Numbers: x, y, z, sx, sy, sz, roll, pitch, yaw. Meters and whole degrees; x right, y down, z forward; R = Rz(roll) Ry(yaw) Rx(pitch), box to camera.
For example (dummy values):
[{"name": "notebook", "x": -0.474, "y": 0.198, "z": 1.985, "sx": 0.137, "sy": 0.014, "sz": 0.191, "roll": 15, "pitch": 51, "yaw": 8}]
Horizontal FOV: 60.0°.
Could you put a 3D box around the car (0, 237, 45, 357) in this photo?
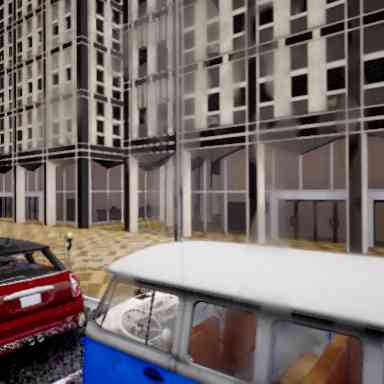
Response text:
[{"name": "car", "x": -3.706, "y": 1.467, "z": 5.531, "sx": 4.097, "sy": 1.590, "sz": 1.967, "roll": 0, "pitch": 0, "yaw": 36}]

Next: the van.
[{"name": "van", "x": 0.923, "y": 1.343, "z": 2.220, "sx": 3.998, "sy": 1.788, "sz": 1.690, "roll": 0, "pitch": 0, "yaw": 36}]
